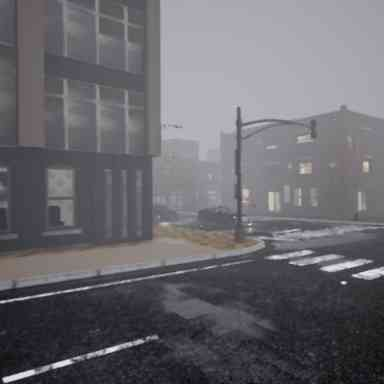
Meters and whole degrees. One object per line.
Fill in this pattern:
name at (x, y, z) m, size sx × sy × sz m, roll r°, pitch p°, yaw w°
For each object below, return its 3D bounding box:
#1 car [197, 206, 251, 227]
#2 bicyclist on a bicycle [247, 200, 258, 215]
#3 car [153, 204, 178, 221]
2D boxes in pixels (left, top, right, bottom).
car at (2.353, 1.805, 25.495) m, size 2.128 × 1.511 × 4.902 m, roll -1°, pitch -1°, yaw -37°
bicyclist on a bicycle at (6.324, 1.616, 34.767) m, size 1.656 × 1.620 × 0.582 m, roll -1°, pitch 0°, yaw -37°
car at (-3.297, 1.938, 33.072) m, size 1.882 × 1.535 × 5.008 m, roll -1°, pitch -1°, yaw -37°
